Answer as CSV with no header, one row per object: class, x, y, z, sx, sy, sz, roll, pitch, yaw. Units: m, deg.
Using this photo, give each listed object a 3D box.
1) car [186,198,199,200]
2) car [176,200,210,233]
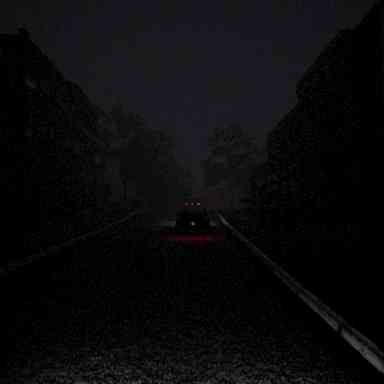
car,0.041,1.320,35.772,2.033,1.411,5.357,0,-1,0
car,0.049,1.492,19.828,1.882,1.535,5.008,0,0,0
